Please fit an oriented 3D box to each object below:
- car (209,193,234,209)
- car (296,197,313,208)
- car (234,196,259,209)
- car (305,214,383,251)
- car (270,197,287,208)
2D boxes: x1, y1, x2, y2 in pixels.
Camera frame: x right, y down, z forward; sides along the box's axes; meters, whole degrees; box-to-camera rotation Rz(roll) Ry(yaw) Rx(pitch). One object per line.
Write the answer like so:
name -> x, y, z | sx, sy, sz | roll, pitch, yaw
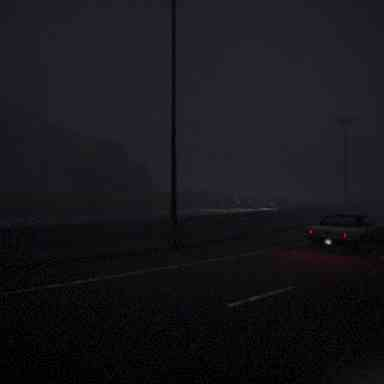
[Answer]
car -> 4.271, 1.215, 46.012 | 2.150, 2.045, 5.566 | 0, 0, 25
car -> 15.324, 1.484, 45.266 | 2.128, 1.511, 4.902 | 0, 0, 22
car -> 7.695, 1.346, 45.236 | 2.097, 1.767, 4.553 | 0, 0, 24
car -> 6.763, 1.598, 14.147 | 4.718, 1.301, 1.895 | 0, 0, -44
car -> 12.191, 1.498, 46.791 | 1.837, 1.490, 4.892 | 0, 0, 22
